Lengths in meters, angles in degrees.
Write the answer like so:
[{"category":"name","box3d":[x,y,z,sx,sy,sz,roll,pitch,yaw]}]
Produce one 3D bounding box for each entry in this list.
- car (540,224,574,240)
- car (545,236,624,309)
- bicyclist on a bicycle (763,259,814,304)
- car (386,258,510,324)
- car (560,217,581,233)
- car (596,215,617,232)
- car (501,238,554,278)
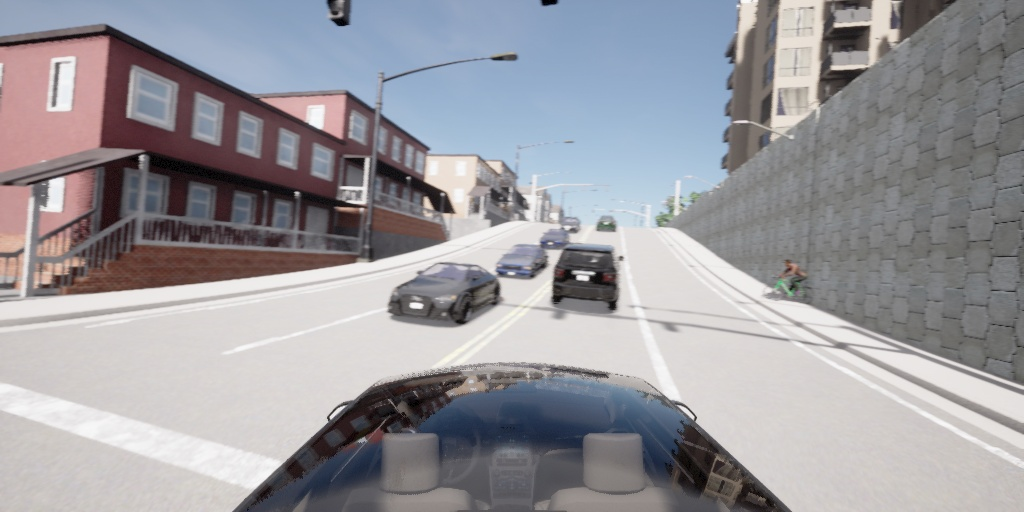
[{"category":"car","box3d":[3.431,-1.458,28.493,1.994,1.385,4.181,4,12,16]},{"category":"car","box3d":[2.901,0.533,13.390,2.150,2.045,5.566,4,6,16]},{"category":"bicyclist on a bicycle","box3d":[10.339,0.949,13.329,1.656,1.620,0.582,5,6,16]},{"category":"car","box3d":[-1.724,0.887,10.370,1.994,1.385,4.181,4,4,15]},{"category":"car","box3d":[6.227,-3.375,38.083,2.128,1.511,4.902,4,12,16]},{"category":"car","box3d":[10.570,-3.787,39.951,2.097,1.767,4.553,4,11,15]},{"category":"car","box3d":[0.709,0.093,19.041,2.033,1.411,5.357,4,8,15]}]
